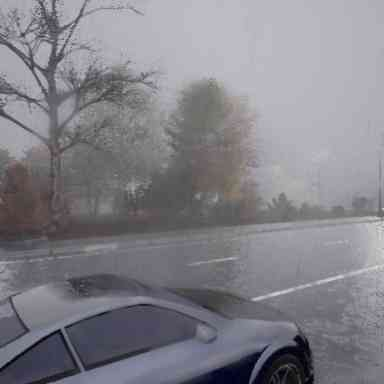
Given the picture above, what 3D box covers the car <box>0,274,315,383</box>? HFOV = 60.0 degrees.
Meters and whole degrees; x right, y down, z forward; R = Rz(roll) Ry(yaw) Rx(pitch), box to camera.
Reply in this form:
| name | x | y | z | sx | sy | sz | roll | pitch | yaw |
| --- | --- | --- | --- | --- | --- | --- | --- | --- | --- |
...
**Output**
| name | x | y | z | sx | sy | sz | roll | pitch | yaw |
| --- | --- | --- | --- | --- | --- | --- | --- | --- | --- |
| car | -0.712 | 1.565 | 3.253 | 4.181 | 1.385 | 1.994 | 0 | 0 | -35 |
